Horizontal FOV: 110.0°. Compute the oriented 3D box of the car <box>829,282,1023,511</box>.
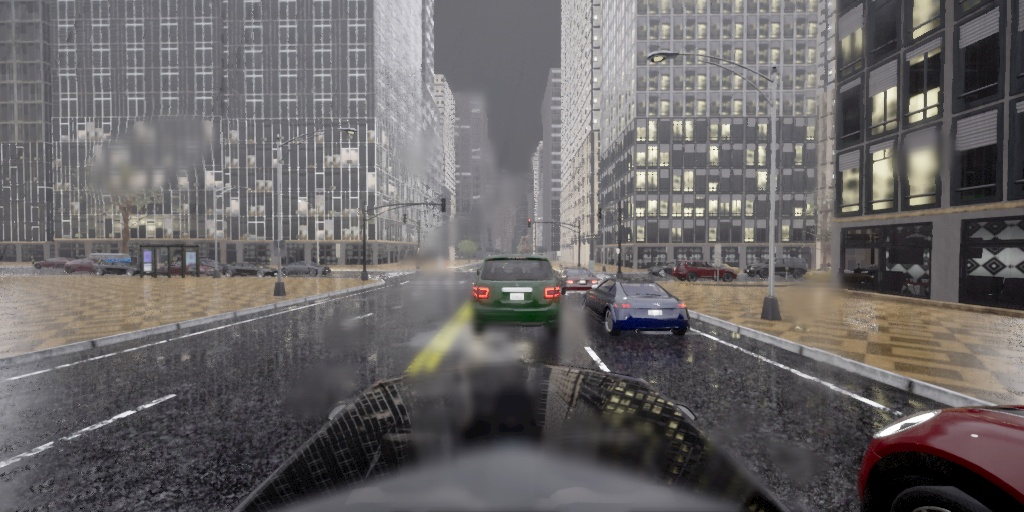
[{"bbox_3d":[3.344,1.103,0.454,2.097,1.767,4.553,0,0,0],"label":"car"}]

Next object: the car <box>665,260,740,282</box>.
[{"bbox_3d":[16.251,1.268,30.533,5.009,1.841,2.192,0,0,1],"label":"car"}]

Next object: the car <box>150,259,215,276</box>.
[{"bbox_3d":[-28.357,1.137,31.282,4.207,1.307,1.802,0,0,1],"label":"car"}]

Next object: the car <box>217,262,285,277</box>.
[{"bbox_3d":[-22.673,1.172,31.137,4.313,1.339,1.948,0,0,1],"label":"car"}]

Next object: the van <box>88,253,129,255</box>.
[{"bbox_3d":[-45.211,0.603,40.149,3.998,1.789,1.690,0,0,1],"label":"van"}]

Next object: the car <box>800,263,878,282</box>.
[{"bbox_3d":[27.698,1.577,30.313,4.829,1.417,1.751,0,0,1],"label":"car"}]

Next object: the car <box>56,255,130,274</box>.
[{"bbox_3d":[-39.831,0.932,34.234,4.674,1.442,1.812,0,1,2],"label":"car"}]

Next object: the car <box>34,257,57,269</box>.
[{"bbox_3d":[-50.893,0.791,40.275,4.207,1.307,1.802,0,0,1],"label":"car"}]

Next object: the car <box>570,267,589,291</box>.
[{"bbox_3d":[3.388,1.287,19.740,2.033,1.411,5.357,0,0,0],"label":"car"}]

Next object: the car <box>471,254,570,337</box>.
[{"bbox_3d":[0.117,0.967,10.405,2.150,2.045,5.566,0,0,0],"label":"car"}]

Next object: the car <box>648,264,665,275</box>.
[{"bbox_3d":[16.330,1.365,36.338,4.892,1.490,1.837,1,1,-1],"label":"car"}]

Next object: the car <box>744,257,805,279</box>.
[{"bbox_3d":[26.560,1.171,36.114,5.566,2.045,2.150,1,1,1],"label":"car"}]

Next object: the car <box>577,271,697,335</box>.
[{"bbox_3d":[3.374,1.309,10.498,1.994,1.385,4.181,0,0,-1],"label":"car"}]

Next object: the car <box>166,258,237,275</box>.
[{"bbox_3d":[-29.370,0.993,33.993,4.902,1.511,2.128,1,1,1],"label":"car"}]

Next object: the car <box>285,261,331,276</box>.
[{"bbox_3d":[-19.401,1.156,33.771,4.181,1.385,1.994,1,1,1],"label":"car"}]

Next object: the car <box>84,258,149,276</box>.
[{"bbox_3d":[-34.037,1.068,31.466,4.313,1.339,1.948,0,0,1],"label":"car"}]
